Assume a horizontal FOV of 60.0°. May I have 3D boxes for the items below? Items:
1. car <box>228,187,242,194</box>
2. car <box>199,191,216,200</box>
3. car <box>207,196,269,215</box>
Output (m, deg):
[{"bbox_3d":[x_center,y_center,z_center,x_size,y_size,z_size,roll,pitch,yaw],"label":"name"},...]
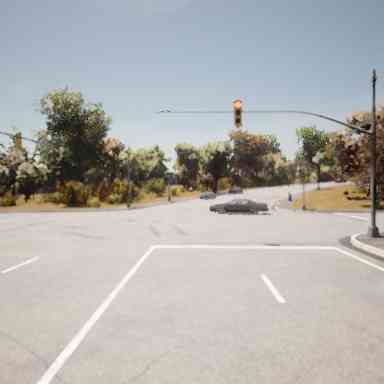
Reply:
[{"bbox_3d":[9.705,-0.391,74.432,1.882,1.535,5.008,0,4,28],"label":"car"},{"bbox_3d":[2.885,0.608,60.440,1.812,1.442,4.674,0,3,23],"label":"car"},{"bbox_3d":[4.304,1.331,30.663,5.357,1.411,2.033,0,0,3],"label":"car"}]
